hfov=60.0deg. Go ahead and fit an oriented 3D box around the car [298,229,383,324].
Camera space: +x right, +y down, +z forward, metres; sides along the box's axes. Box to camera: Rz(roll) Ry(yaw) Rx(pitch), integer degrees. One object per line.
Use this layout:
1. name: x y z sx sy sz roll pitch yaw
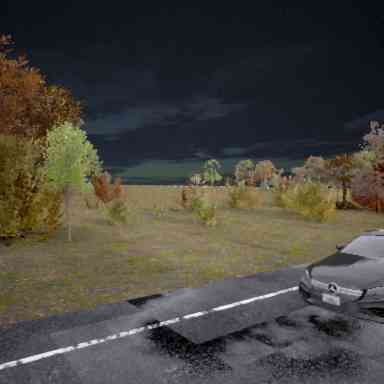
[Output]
1. car: 4.210 1.530 6.898 4.674 1.442 1.812 0 0 -36
